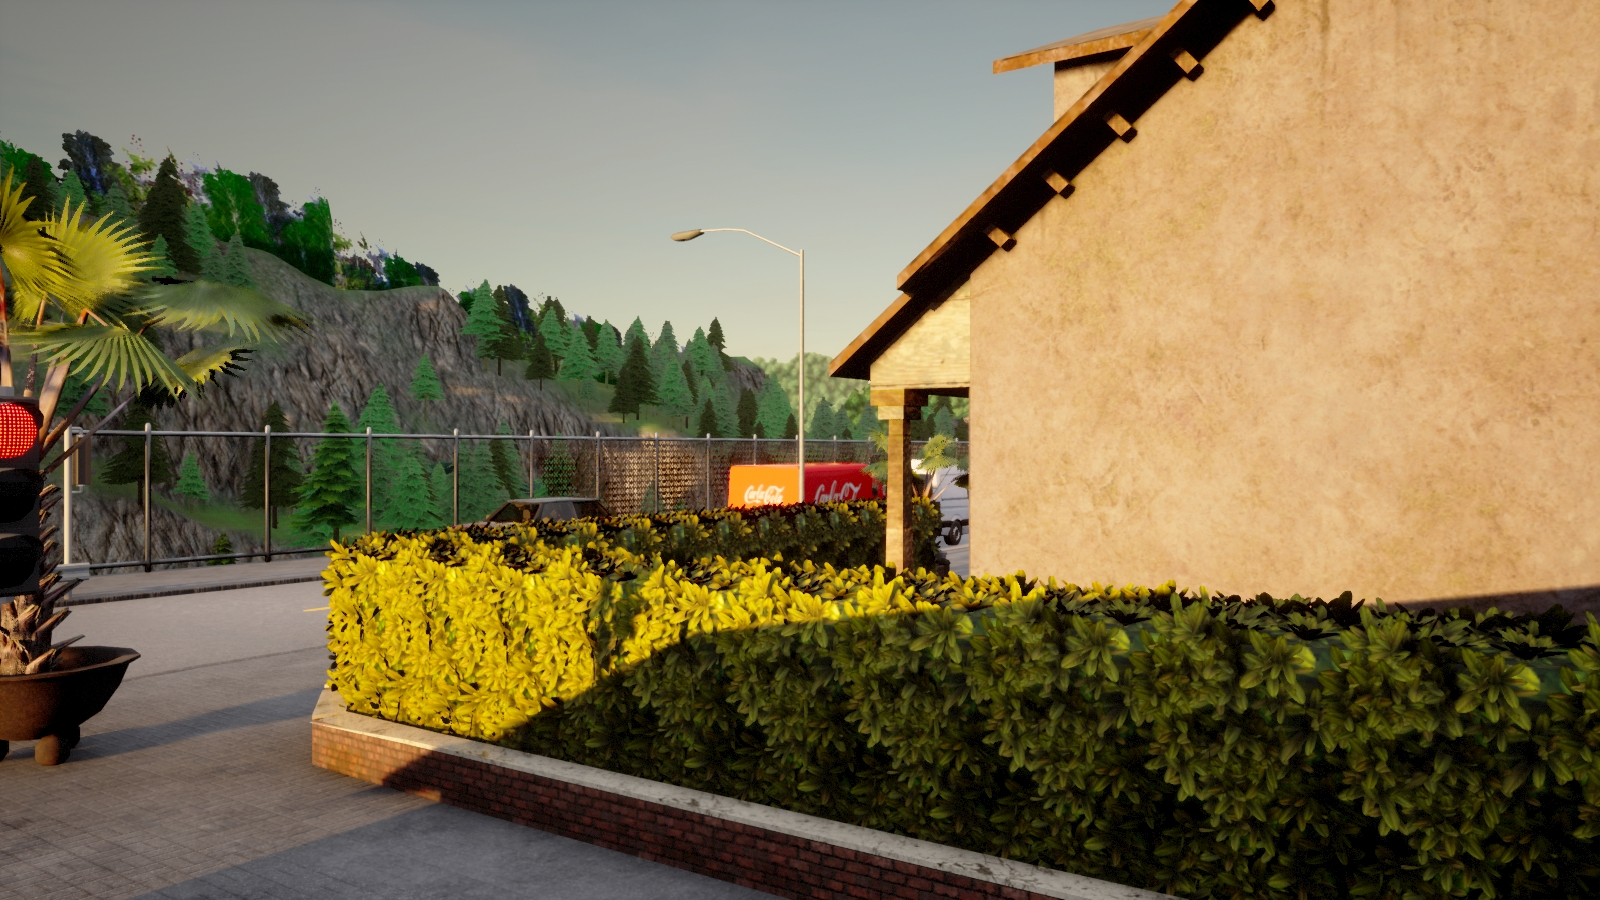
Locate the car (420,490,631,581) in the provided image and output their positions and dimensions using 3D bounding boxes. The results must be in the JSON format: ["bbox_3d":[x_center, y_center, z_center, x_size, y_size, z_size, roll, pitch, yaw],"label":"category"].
[{"bbox_3d":[-6.312,1.906,26.765,2.097,1.767,4.553,0,0,35],"label":"car"}]

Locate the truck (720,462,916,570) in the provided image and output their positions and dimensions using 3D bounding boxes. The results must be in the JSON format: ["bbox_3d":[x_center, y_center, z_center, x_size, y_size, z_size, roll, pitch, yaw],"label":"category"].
[{"bbox_3d":[0.584,1.568,29.600,2.627,2.467,5.204,0,0,35],"label":"truck"}]
